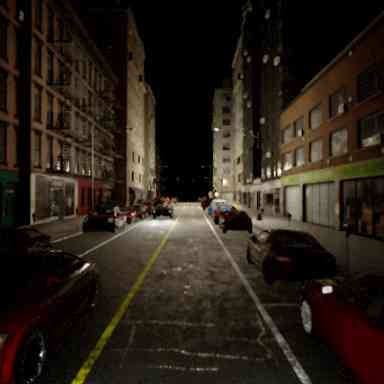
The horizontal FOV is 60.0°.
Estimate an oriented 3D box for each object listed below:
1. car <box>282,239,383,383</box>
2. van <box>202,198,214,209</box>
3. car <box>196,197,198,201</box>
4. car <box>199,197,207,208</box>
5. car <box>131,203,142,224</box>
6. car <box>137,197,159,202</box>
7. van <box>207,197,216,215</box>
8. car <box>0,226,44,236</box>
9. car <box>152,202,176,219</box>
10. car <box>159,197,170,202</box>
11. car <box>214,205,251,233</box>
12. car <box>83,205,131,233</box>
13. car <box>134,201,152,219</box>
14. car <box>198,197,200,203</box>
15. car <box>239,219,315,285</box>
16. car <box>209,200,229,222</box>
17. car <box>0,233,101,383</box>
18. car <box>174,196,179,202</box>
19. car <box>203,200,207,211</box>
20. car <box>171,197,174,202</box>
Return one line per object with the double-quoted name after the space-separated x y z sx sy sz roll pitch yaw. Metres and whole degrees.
2.638 1.582 3.825 1.887 1.381 4.507 0 -1 0 "car"
2.635 1.857 54.935 1.690 1.788 3.998 0 -1 0 "van"
2.632 2.417 93.298 2.008 1.369 4.403 0 -1 0 "car"
2.635 1.779 49.256 2.192 1.841 5.009 0 -1 0 "car"
-5.395 1.834 26.544 1.802 1.307 4.206 0 -1 0 "car"
-5.398 1.673 37.902 2.192 1.841 5.009 0 -1 0 "car"
2.636 1.646 32.220 1.690 1.788 3.998 0 -1 0 "van"
-5.391 1.674 9.509 1.802 1.307 4.206 0 -1 0 "car"
-2.760 1.913 32.961 1.895 1.301 4.718 0 -1 0 "car"
-5.402 1.831 54.937 2.192 1.841 5.009 0 -1 0 "car"
2.637 1.743 20.862 1.887 1.381 4.507 0 -1 0 "car"
-5.394 1.639 20.867 1.967 1.590 4.097 0 -1 0 "car"
-5.397 1.871 32.222 1.947 1.339 4.313 0 -1 0 "car"
2.634 1.883 60.614 2.192 1.841 5.009 0 -1 0 "car"
2.638 1.674 9.503 1.802 1.307 4.206 0 -1 0 "car"
2.637 1.692 26.541 1.967 1.590 4.097 0 -1 0 "car"
-2.839 1.614 5.136 1.994 1.385 4.181 0 -1 0 "car"
-5.422 2.390 93.127 1.752 1.417 4.829 0 -1 0 "car"
2.636 1.909 37.897 2.008 1.369 4.403 0 -1 0 "car"
-5.404 1.935 66.293 2.192 1.841 5.009 0 -1 0 "car"
